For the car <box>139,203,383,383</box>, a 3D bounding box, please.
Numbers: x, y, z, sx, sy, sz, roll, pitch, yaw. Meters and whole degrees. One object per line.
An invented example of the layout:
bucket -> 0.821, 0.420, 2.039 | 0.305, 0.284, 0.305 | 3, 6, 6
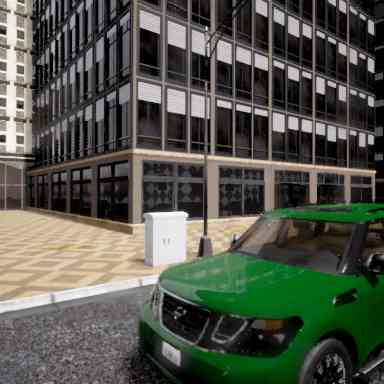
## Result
car -> 1.997, 1.222, 4.920 | 5.566, 2.045, 2.150 | 0, 0, -37
